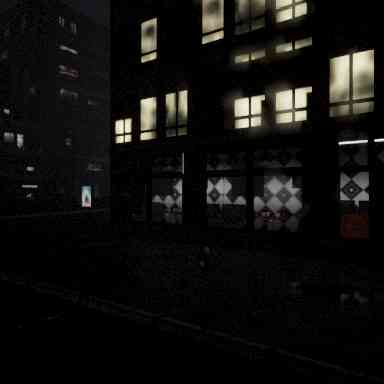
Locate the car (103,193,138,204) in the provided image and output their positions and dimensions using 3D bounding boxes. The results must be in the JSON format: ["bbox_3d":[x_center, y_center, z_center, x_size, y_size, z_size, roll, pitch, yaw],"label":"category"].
[{"bbox_3d":[-10.177,0.858,47.745,1.837,1.490,4.892,0,1,35],"label":"car"}]

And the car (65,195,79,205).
[{"bbox_3d":[-16.687,1.074,42.939,1.802,1.307,4.206,1,2,35],"label":"car"}]

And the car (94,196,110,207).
[{"bbox_3d":[-9.781,1.072,38.191,1.947,1.339,4.313,1,2,35],"label":"car"}]

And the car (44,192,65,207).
[{"bbox_3d":[-17.287,0.937,37.580,2.097,1.767,4.553,0,1,35],"label":"car"}]

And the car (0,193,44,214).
[{"bbox_3d":[-16.134,1.029,29.090,2.192,1.841,5.009,1,2,35],"label":"car"}]
